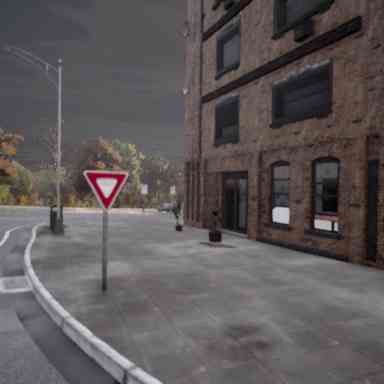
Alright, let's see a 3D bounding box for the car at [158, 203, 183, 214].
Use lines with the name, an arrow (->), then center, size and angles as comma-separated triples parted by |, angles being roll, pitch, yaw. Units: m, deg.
car -> -2.910, 2.204, 45.559 | 1.812, 1.442, 4.674 | 1, -3, 29
